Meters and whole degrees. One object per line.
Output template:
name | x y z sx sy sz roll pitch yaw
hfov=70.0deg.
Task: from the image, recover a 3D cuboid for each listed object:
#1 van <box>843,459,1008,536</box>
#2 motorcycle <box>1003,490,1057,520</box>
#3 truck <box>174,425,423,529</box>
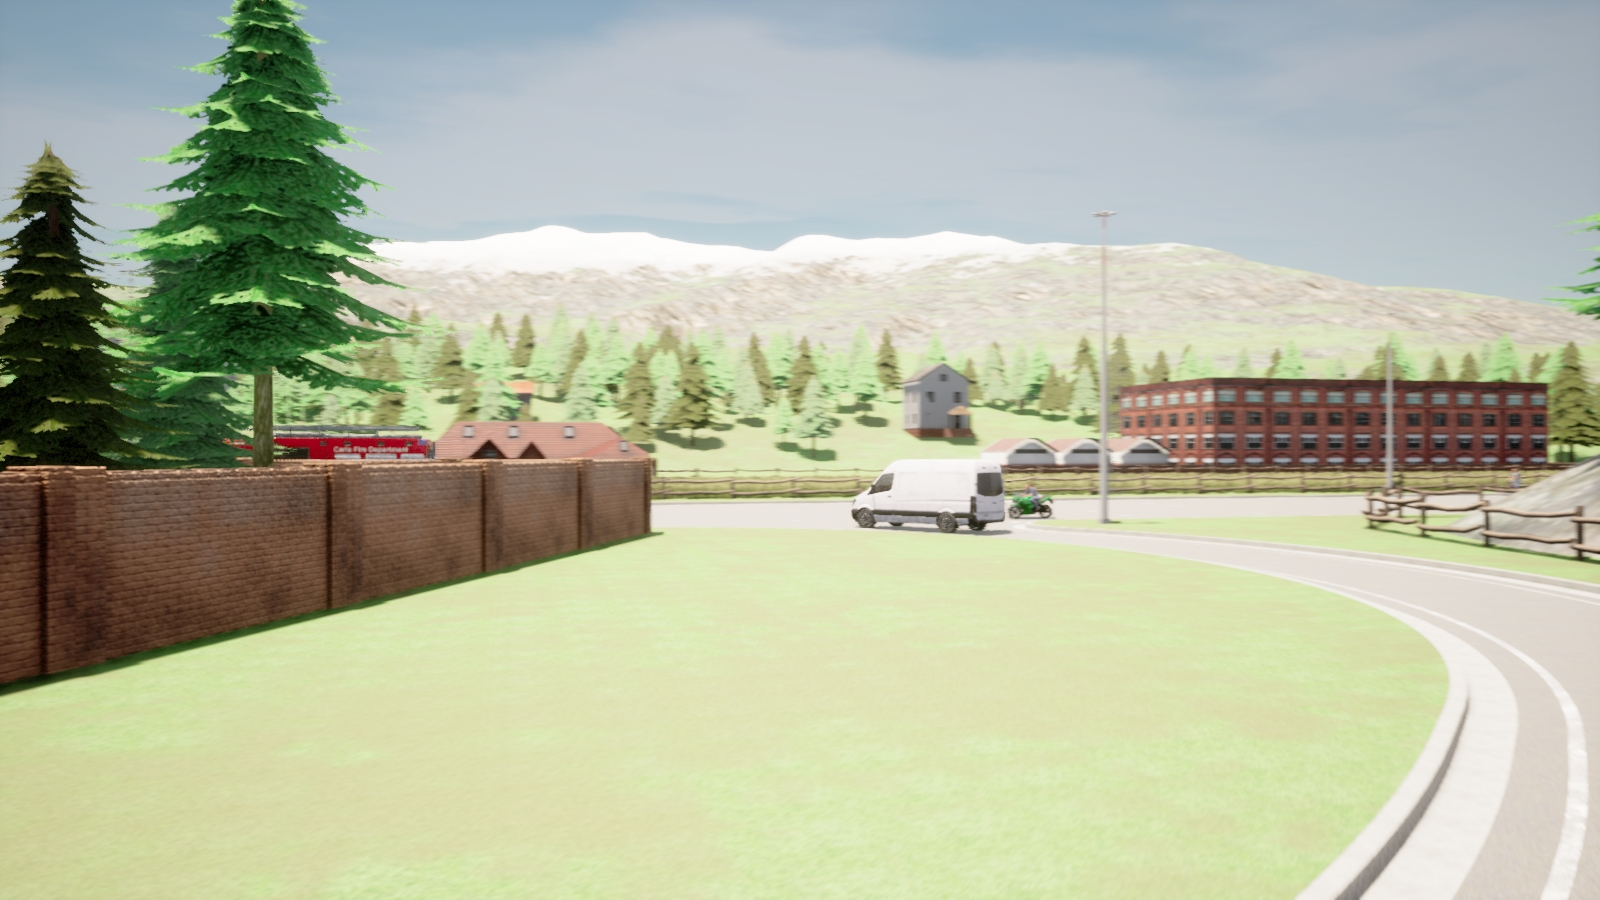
van | 4.450 1.619 41.252 5.915 2.561 1.988 0 0 44
motorcycle | 9.614 2.280 47.785 2.033 1.199 0.803 0 0 -14
truck | -19.213 0.996 44.368 8.468 3.827 2.891 0 0 -14
